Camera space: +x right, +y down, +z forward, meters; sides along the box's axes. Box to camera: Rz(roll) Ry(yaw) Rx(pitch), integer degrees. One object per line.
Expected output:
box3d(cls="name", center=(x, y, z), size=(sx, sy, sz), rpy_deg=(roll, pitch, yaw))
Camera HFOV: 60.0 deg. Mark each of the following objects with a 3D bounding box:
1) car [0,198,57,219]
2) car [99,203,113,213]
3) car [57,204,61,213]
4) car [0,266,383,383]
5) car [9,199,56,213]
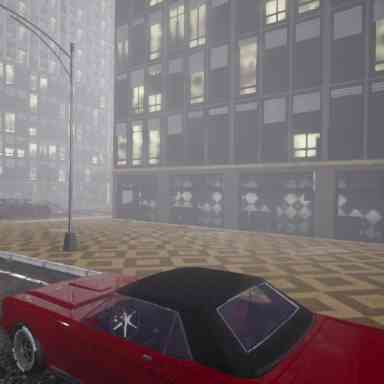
box3d(cls="car", center=(-15.671, 1.518, 30.732), size=(2.192, 1.841, 5.009), rpy_deg=(1, 0, 37))
box3d(cls="car", center=(-8.844, 1.828, 39.922), size=(1.752, 1.417, 4.829), rpy_deg=(1, 0, 37))
box3d(cls="car", center=(-17.316, 1.717, 38.216), size=(1.994, 1.385, 4.181), rpy_deg=(1, 0, 37))
box3d(cls="car", center=(-0.285, 1.600, 3.895), size=(4.718, 1.301, 1.895), rpy_deg=(0, 0, 36))
box3d(cls="car", center=(-19.139, 1.641, 40.119), size=(1.752, 1.417, 4.829), rpy_deg=(1, 0, 37))
